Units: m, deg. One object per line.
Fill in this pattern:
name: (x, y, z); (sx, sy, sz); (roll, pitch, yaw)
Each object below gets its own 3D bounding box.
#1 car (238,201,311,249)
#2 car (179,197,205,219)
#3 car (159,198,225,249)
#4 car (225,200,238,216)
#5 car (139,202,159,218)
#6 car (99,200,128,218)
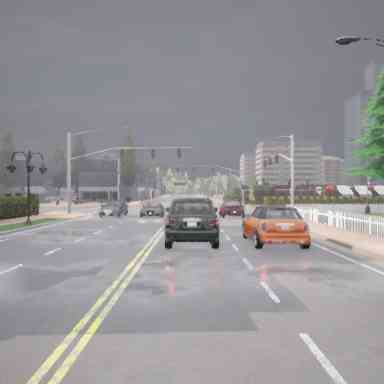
car: (3.500, 1.364, 14.620); (2.097, 1.767, 4.553); (0, 0, 0)
car: (0.000, 1.364, 29.620); (2.097, 1.767, 4.553); (0, 0, 0)
car: (0.000, 1.256, 14.680); (2.150, 2.045, 5.566); (0, 0, 0)
car: (3.500, 1.483, 29.650); (1.882, 1.535, 5.008); (0, 0, 0)
car: (-3.500, 1.598, 30.020); (1.994, 1.385, 4.181); (0, 0, 0)
car: (-7.000, 1.519, 30.020); (2.128, 1.511, 4.902); (0, 0, 0)
